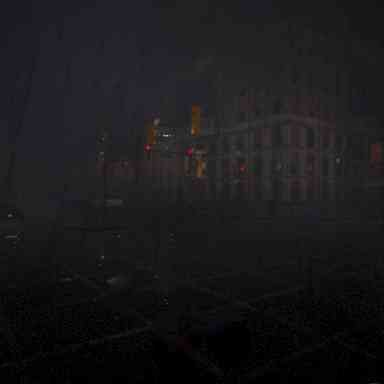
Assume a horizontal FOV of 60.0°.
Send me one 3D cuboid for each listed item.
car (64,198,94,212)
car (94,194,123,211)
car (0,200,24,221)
[{"bbox_3d":[-13.491,1.485,38.849,1.882,1.535,5.008,0,0,-35],"label":"car"},{"bbox_3d":[-10.241,1.231,40.286,2.150,2.045,5.566,0,0,-35],"label":"car"},{"bbox_3d":[-14.490,1.566,26.027,1.994,1.385,4.181,0,0,-35],"label":"car"}]
